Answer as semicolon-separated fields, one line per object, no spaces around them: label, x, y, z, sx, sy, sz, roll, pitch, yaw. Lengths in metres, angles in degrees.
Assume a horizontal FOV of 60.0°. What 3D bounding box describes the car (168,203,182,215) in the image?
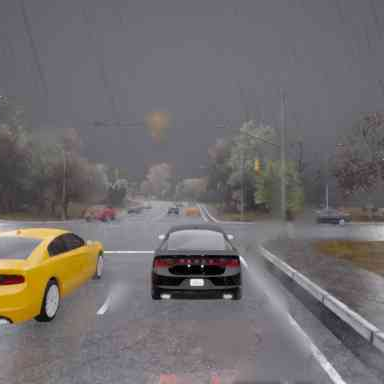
car;-3.279;3.261;60.340;1.837;1.490;4.892;0;0;0

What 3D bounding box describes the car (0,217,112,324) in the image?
car;-3.406;1.544;7.373;1.882;1.535;5.008;0;-1;0

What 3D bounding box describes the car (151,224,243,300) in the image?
car;0.101;1.567;8.615;1.882;1.535;5.008;0;-1;0

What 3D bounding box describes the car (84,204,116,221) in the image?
car;-10.968;2.516;40.193;2.150;2.045;5.566;0;-2;6

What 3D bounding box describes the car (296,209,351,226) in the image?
car;12.453;2.439;31.644;4.892;1.490;1.837;-1;-2;0

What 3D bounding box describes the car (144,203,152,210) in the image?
car;-10.348;3.219;75.972;1.812;1.442;4.674;0;0;0

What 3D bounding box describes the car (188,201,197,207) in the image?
car;0.072;3.172;86.403;2.033;1.411;5.357;0;0;-3

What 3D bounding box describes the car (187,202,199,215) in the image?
car;0.219;3.100;59.383;2.097;1.767;4.553;0;0;0

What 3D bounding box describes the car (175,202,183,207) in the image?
car;-3.445;3.177;86.827;1.994;1.385;4.181;0;0;-3

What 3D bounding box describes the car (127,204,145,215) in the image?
car;-10.443;3.302;60.574;2.033;1.411;5.357;0;0;1
